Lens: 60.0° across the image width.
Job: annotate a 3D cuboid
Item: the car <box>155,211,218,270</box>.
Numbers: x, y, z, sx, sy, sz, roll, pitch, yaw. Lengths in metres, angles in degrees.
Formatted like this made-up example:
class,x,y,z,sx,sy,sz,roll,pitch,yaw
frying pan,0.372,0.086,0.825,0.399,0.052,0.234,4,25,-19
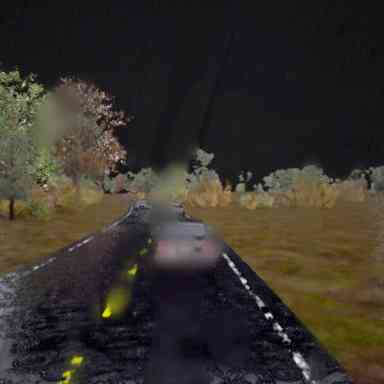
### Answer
class,x,y,z,sx,sy,sz,roll,pitch,yaw
car,-0.244,1.602,11.263,2.033,1.411,5.357,0,0,-2

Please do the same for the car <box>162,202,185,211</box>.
class,x,y,z,sx,sy,sz,roll,pitch,yaw
car,-1.744,1.640,31.116,2.128,1.511,4.902,0,0,-6

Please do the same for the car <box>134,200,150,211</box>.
class,x,y,z,sx,sy,sz,roll,pitch,yaw
car,-6.705,1.781,44.430,1.994,1.385,4.181,0,0,-9
